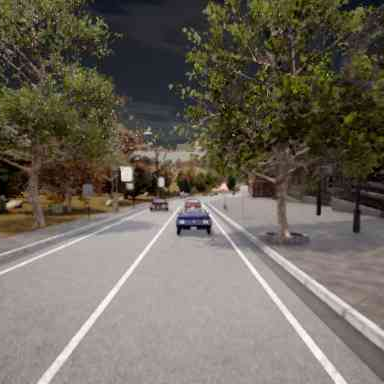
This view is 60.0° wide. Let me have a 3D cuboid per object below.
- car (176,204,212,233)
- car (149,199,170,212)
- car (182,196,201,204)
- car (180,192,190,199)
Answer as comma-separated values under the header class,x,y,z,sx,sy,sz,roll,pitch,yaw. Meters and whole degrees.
class,x,y,z,sx,sy,sz,roll,pitch,yaw
car,0.098,1.565,19.237,1.895,1.301,4.718,0,0,0
car,-3.595,1.495,37.490,1.994,1.385,4.181,0,0,0
car,0.108,1.457,37.060,1.812,1.442,4.674,0,0,0
car,-1.638,0.850,78.054,1.882,1.535,5.008,1,1,8
